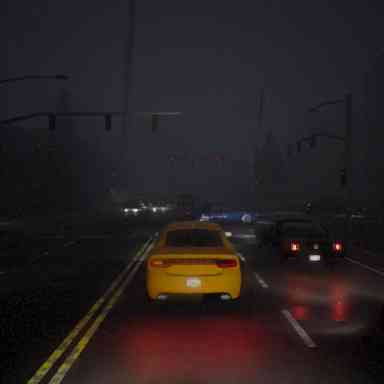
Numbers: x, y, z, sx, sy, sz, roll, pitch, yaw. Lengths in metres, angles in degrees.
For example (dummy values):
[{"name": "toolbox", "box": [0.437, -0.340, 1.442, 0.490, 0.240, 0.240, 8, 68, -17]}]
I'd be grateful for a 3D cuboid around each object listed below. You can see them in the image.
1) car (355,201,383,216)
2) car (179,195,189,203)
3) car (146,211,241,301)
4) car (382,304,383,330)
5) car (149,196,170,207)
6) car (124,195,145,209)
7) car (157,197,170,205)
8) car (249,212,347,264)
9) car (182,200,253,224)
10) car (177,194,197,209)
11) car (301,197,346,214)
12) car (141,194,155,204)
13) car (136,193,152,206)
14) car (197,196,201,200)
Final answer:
[{"name": "car", "box": [18.774, 1.547, 32.151, 5.357, 1.411, 2.033, 0, 0, -2]}, {"name": "car", "box": [-1.782, 1.517, 73.175, 2.128, 1.511, 4.902, 0, 0, -1]}, {"name": "car", "box": [0.034, 1.478, 8.429, 1.882, 1.535, 5.008, 0, 0, 0]}, {"name": "car", "box": [3.598, 1.478, 2.663, 1.882, 1.535, 5.008, 0, 0, 0]}, {"name": "car", "box": [-4.792, 1.564, 49.700, 1.994, 1.385, 4.181, 0, 0, -2]}, {"name": "car", "box": [-8.207, 1.564, 46.388, 1.994, 1.385, 4.181, 0, 0, -1]}, {"name": "car", "box": [-5.027, 1.564, 59.730, 1.994, 1.385, 4.181, 0, 0, -1]}, {"name": "car", "box": [3.502, 1.601, 11.753, 1.895, 1.301, 4.718, 0, 0, -1]}, {"name": "car", "box": [2.143, 1.547, 24.298, 5.357, 1.411, 2.033, 0, 0, -4]}, {"name": "car", "box": [-0.851, 1.221, 45.073, 2.150, 2.045, 5.566, 0, 0, -3]}, {"name": "car", "box": [14.084, 1.352, 35.517, 4.553, 1.767, 2.097, 0, 0, -2]}, {"name": "car", "box": [-8.640, 1.352, 65.508, 2.097, 1.767, 4.553, 0, 0, -1]}, {"name": "car", "box": [-8.439, 1.221, 55.708, 2.150, 2.045, 5.566, 0, 0, -1]}, {"name": "car", "box": [1.308, 1.595, 88.165, 1.895, 1.301, 4.718, 0, 0, -1]}]
